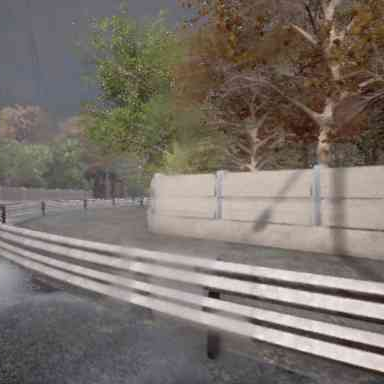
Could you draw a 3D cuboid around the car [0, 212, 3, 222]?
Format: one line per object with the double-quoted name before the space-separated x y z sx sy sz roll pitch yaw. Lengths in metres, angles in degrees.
"car" -15.643 1.615 24.684 1.812 1.442 4.674 0 0 -12
